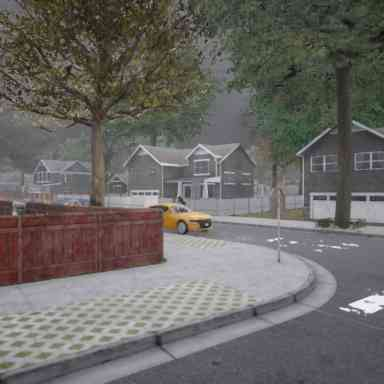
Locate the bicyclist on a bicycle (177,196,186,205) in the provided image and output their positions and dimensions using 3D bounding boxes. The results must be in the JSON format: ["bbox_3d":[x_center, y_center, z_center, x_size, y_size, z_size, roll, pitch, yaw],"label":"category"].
[{"bbox_3d":[-0.891,1.141,26.346,0.582,1.620,1.656,1,1,43],"label":"bicyclist on a bicycle"}]

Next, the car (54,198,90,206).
[{"bbox_3d":[-8.079,1.298,25.036,4.902,1.511,2.128,1,1,43],"label":"car"}]

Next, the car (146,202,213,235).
[{"bbox_3d":[-1.076,1.363,18.511,5.008,1.535,1.882,1,0,43],"label":"car"}]

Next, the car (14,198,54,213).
[{"bbox_3d":[-15.372,1.275,31.837,4.181,1.385,1.994,1,1,43],"label":"car"}]

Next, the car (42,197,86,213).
[{"bbox_3d":[-13.079,1.261,33.720,5.357,1.411,2.033,1,1,43],"label":"car"}]
